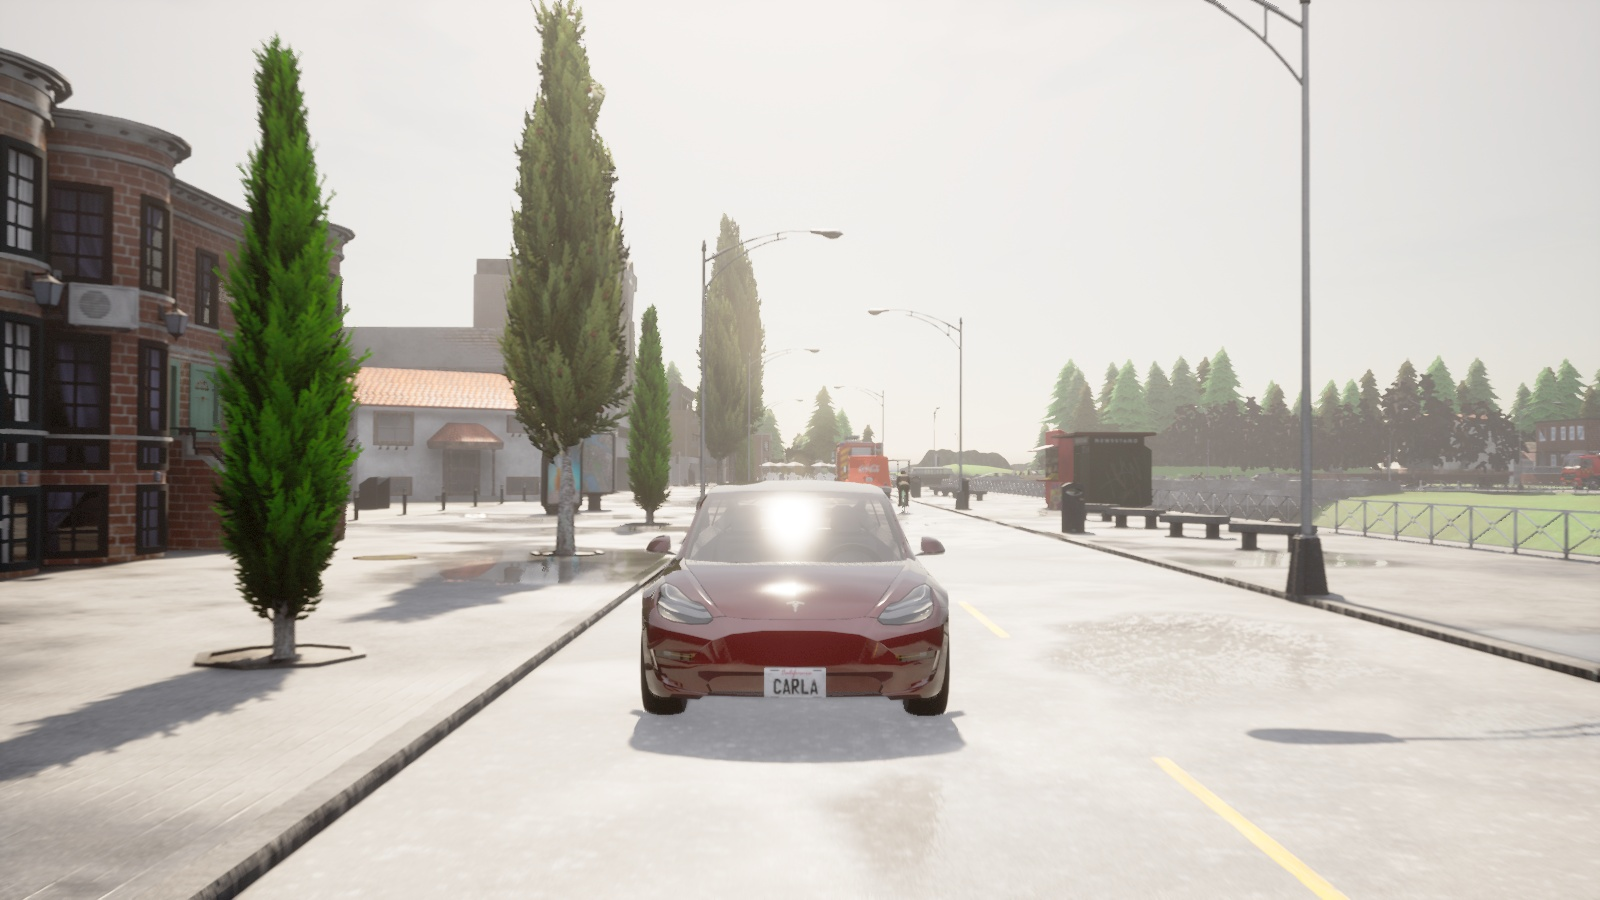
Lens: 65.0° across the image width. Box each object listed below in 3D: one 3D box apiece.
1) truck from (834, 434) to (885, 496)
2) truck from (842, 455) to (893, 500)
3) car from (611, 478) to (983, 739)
[{"bbox_3d":[3.783,1.010,82.170,2.891,3.827,8.468,0,-1,0],"label":"truck"},{"bbox_3d":[3.814,1.519,71.755,2.627,2.467,5.204,0,-1,0],"label":"truck"},{"bbox_3d":[-0.025,0.977,9.721,2.163,1.488,4.792,0,-1,0],"label":"car"}]
